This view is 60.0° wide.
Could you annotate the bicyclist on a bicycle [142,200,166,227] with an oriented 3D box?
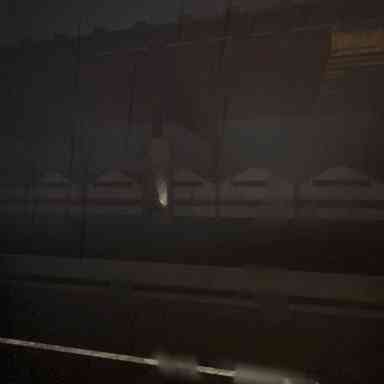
[{"bbox_3d":[-2.322,1.231,19.814,1.656,1.620,0.582,-27,39,-24],"label":"bicyclist on a bicycle"}]
